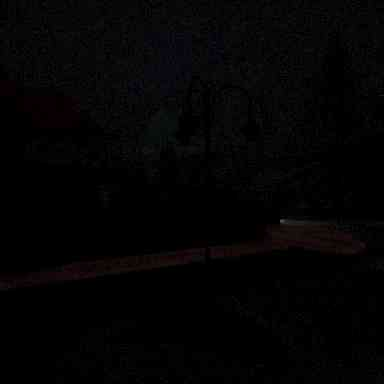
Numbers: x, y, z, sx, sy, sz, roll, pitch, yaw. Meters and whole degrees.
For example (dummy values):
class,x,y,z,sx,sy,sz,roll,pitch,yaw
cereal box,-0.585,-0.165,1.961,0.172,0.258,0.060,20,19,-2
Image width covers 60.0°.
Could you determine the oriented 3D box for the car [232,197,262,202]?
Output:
class,x,y,z,sx,sy,sz,roll,pitch,yaw
car,4.773,1.218,26.674,2.097,1.767,4.553,0,0,-36
